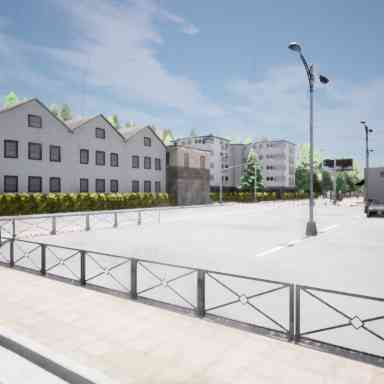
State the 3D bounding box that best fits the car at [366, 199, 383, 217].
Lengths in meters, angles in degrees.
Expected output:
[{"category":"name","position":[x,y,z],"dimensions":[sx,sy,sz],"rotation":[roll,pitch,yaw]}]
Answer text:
[{"category":"car","position":[15.381,1.298,26.840],"dimensions":[2.007,1.523,4.514],"rotation":[0,0,35]}]
